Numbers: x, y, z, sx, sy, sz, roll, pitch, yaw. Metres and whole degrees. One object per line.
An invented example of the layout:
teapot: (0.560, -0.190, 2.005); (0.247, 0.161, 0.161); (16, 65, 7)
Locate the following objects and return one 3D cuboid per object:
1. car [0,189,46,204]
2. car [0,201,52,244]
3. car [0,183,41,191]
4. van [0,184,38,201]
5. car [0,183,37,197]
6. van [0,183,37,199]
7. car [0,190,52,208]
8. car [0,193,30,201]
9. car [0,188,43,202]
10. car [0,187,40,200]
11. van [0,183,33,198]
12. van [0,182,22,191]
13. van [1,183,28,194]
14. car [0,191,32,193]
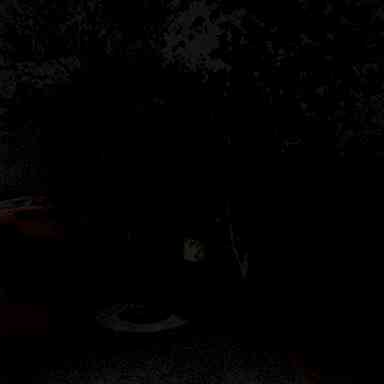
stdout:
car: (-18.936, 0.456, 36.845); (4.792, 1.488, 2.163); (1, 2, -29)
car: (-6.703, 1.366, 15.141); (5.008, 1.535, 2.097); (1, 2, -30)
car: (-14.779, 0.488, 29.501); (5.566, 2.045, 2.435); (1, 2, -30)
van: (-21.701, 0.023, 41.463); (4.442, 1.987, 1.878); (1, 1, -30)
car: (-27.090, -0.330, 51.156); (5.566, 2.045, 2.435); (1, 1, -30)
van: (-24.239, -0.139, 46.408); (4.442, 1.987, 1.878); (1, 1, -30)
car: (-16.199, 0.663, 31.889); (4.792, 1.488, 2.163); (1, 2, -30)
car: (-8.030, 1.136, 17.567); (4.553, 1.767, 2.185); (1, 2, -30)
car: (-20.234, 0.367, 39.142); (4.792, 1.488, 2.163); (1, 1, -30)
car: (-22.979, 0.166, 43.947); (5.008, 1.535, 2.097); (1, 1, -30)
van: (-25.805, -0.224, 48.703); (4.442, 1.987, 1.878); (1, 1, -30)
van: (-42.229, -1.204, 77.742); (4.442, 1.987, 1.878); (1, 1, -30)
van: (-33.843, -0.712, 63.389); (4.442, 1.987, 1.878); (1, 1, -30)
car: (-12.249, 0.944, 24.584); (5.366, 1.575, 1.946); (1, 2, -30)
